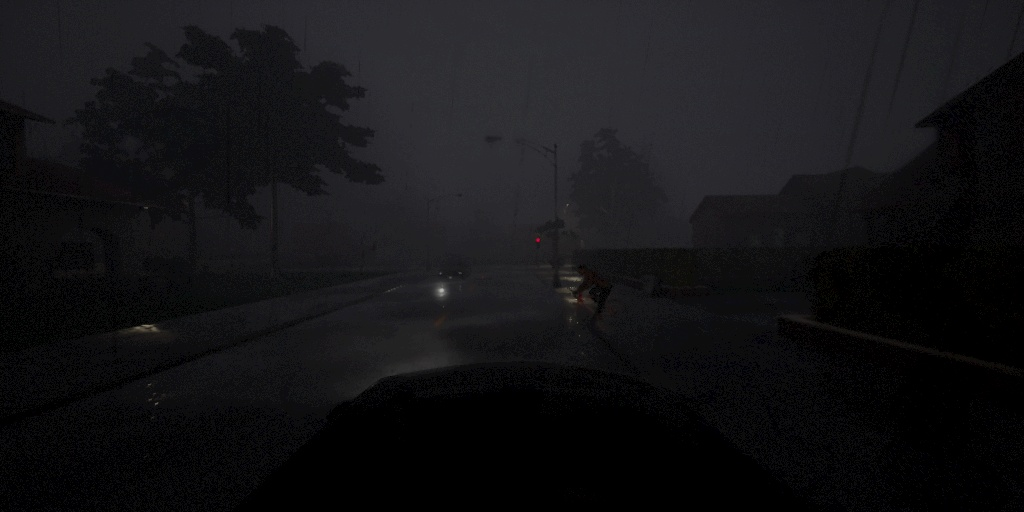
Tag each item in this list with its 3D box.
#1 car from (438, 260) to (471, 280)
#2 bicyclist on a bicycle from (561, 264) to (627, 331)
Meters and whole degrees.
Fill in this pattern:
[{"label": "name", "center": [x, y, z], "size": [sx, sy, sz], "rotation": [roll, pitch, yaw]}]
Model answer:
[{"label": "car", "center": [-4.153, 1.014, 26.715], "size": [2.033, 1.411, 5.357], "rotation": [-1, 1, 0]}, {"label": "bicyclist on a bicycle", "center": [1.949, 0.991, 8.749], "size": [1.656, 1.620, 0.582], "rotation": [-6, 1, 0]}]
